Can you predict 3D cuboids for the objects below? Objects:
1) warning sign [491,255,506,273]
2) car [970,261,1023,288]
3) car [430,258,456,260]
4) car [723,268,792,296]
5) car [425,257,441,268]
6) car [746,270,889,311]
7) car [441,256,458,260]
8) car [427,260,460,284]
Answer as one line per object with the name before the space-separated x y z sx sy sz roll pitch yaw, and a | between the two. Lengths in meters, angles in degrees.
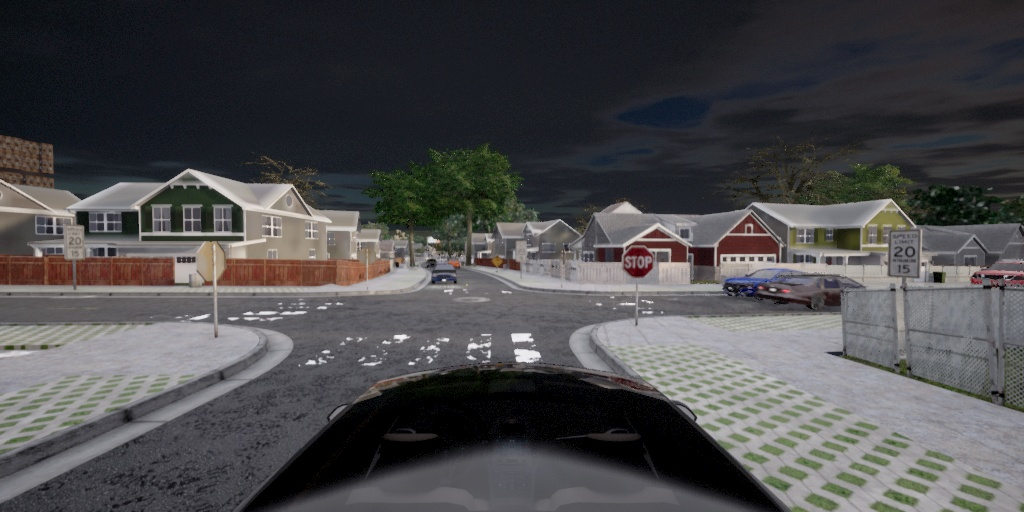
warning sign | -1.591 0.834 37.818 1.300 1.860 1.060 0 0 -13
car | 32.056 1.322 22.673 5.566 2.045 2.150 1 1 -15
car | -8.050 1.291 41.411 2.033 1.411 5.357 0 0 -14
car | 13.282 1.367 18.225 5.008 1.535 1.882 1 1 -11
car | -13.286 1.245 59.288 1.837 1.490 4.892 0 0 -17
car | 13.376 1.494 15.370 5.357 1.411 2.033 1 1 -9
car | -9.550 1.072 56.810 2.097 1.767 4.553 0 0 -17
car | -5.135 1.294 27.392 2.033 1.411 5.357 0 0 -10
